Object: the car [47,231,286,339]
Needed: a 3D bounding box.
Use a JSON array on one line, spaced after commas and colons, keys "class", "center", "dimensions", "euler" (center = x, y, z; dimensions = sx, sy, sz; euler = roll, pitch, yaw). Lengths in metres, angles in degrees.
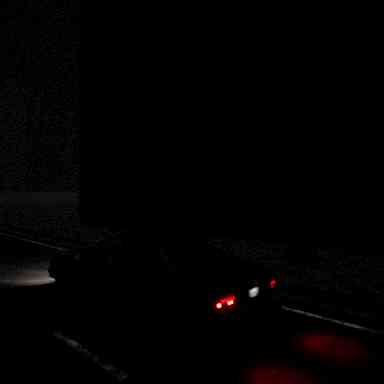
[{"class": "car", "center": [-0.916, 1.518, 6.631], "dimensions": [5.357, 1.411, 2.033], "euler": [0, 0, 43]}]
